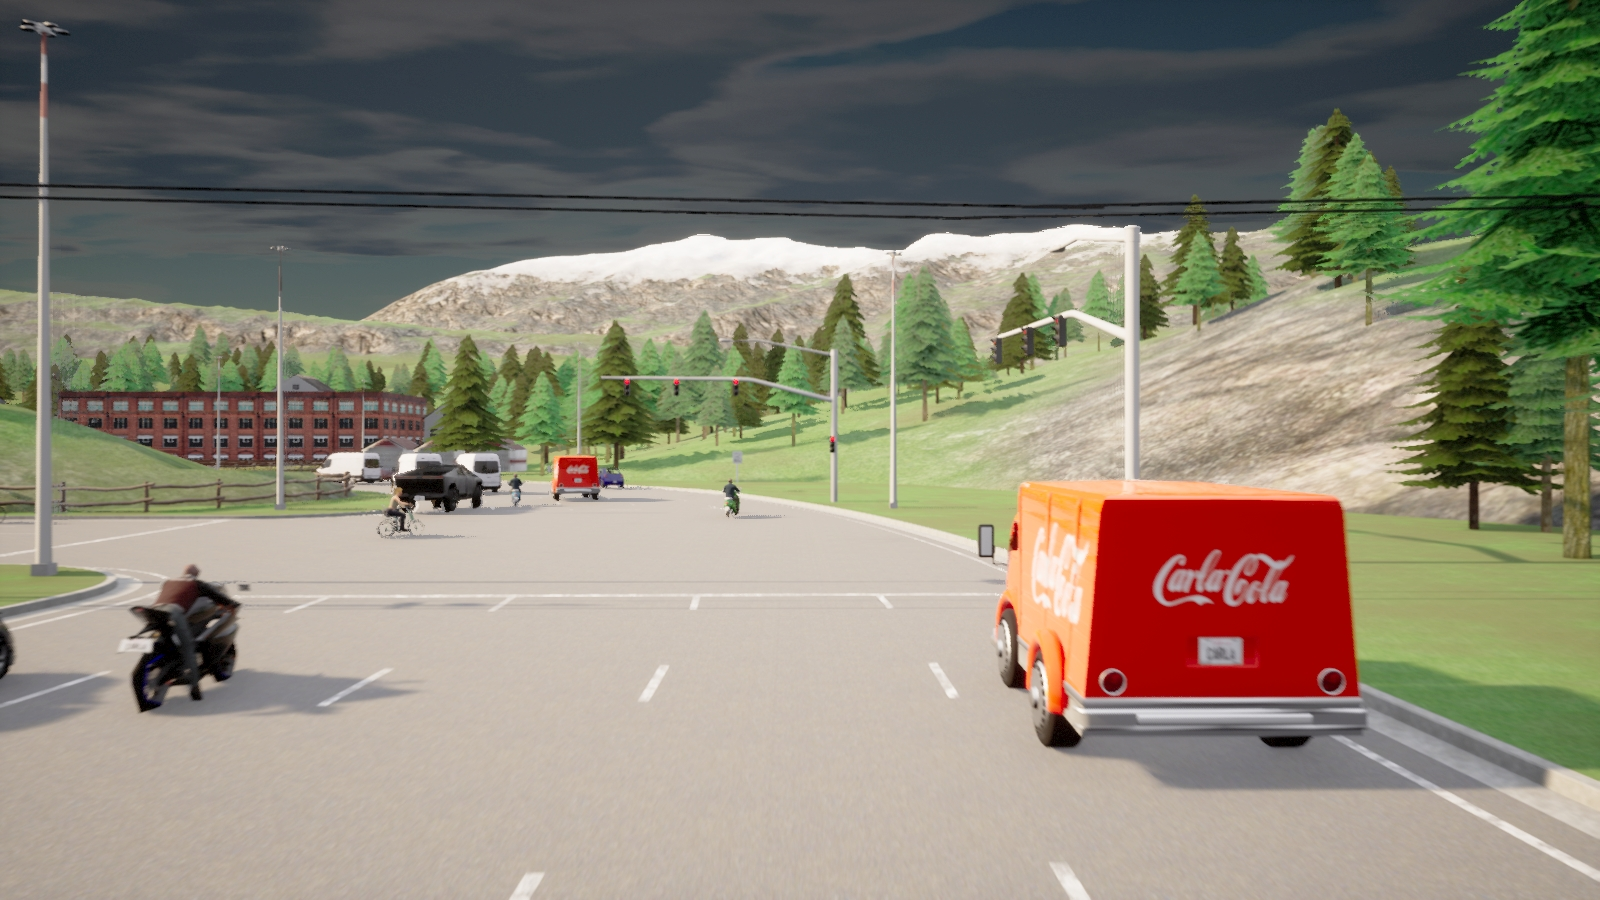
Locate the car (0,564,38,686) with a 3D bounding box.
[{"bbox_3d":[-10.517,2.118,12.230,1.994,1.385,4.181,0,0,-1],"label":"car"}]

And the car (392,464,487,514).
[{"bbox_3d":[-16.598,1.752,52.990,2.390,2.098,6.274,0,0,0],"label":"car"}]

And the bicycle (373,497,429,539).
[{"bbox_3d":[-12.734,2.157,36.477,1.487,1.276,0.859,0,-1,-37],"label":"bicycle"}]

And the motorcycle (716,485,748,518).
[{"bbox_3d":[-2.832,2.140,47.716,0.856,1.316,1.805,-2,0,10],"label":"motorcycle"}]

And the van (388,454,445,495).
[{"bbox_3d":[-24.848,1.532,73.875,1.988,2.561,5.915,1,0,-33],"label":"van"}]

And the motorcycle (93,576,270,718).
[{"bbox_3d":[-7.039,2.205,13.159,0.867,1.251,2.209,0,0,-1],"label":"motorcycle"}]

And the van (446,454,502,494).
[{"bbox_3d":[-21.478,1.532,75.075,1.988,2.561,5.915,1,0,-32],"label":"van"}]

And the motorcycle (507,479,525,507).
[{"bbox_3d":[-14.264,2.140,57.428,0.856,1.316,1.805,-1,0,-14],"label":"motorcycle"}]

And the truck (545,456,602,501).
[{"bbox_3d":[-12.988,1.566,65.367,2.627,2.467,5.204,0,0,-18],"label":"truck"}]

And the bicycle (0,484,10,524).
[{"bbox_3d":[-30.962,2.054,43.369,1.643,1.496,0.373,0,0,-1],"label":"bicycle"}]

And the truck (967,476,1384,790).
[{"bbox_3d":[3.485,1.568,12.033,2.627,2.467,5.204,0,0,-1],"label":"truck"}]
